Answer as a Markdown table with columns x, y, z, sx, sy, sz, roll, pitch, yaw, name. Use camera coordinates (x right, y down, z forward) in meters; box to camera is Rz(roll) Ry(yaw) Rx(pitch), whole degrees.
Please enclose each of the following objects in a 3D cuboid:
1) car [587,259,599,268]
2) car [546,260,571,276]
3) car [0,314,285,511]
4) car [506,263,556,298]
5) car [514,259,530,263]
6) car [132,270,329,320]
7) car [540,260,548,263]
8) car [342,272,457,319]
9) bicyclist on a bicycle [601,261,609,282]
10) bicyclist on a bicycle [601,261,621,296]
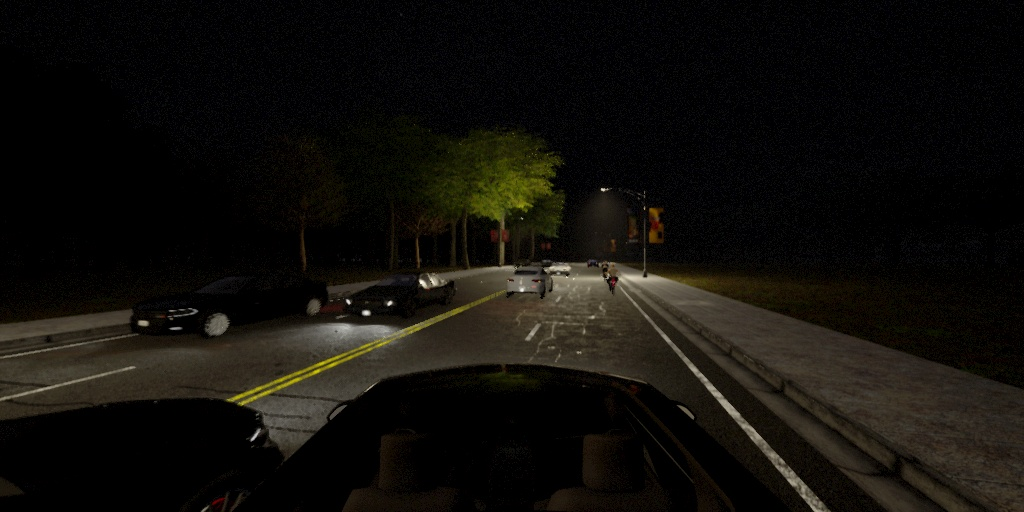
| x | y | z | sx | sy | sz | roll | pitch | yaw | name |
| --- | --- | --- | --- | --- | --- | --- | --- | --- | --- |
| 14.022 | 1.331 | 62.056 | 1.895 | 1.301 | 4.718 | 0 | 0 | 13 | car |
| 4.859 | 1.328 | 35.819 | 1.895 | 1.301 | 4.718 | 0 | 0 | 12 | car |
| -2.918 | 1.276 | 0.763 | 1.812 | 1.442 | 4.674 | 0 | 0 | 13 | car |
| 0.962 | 1.263 | 18.234 | 1.812 | 1.442 | 4.674 | 0 | 0 | 13 | car |
| 1.529 | 1.228 | 51.662 | 1.837 | 1.490 | 4.892 | 0 | 0 | 13 | car |
| -7.643 | 1.218 | 10.395 | 1.882 | 1.535 | 5.008 | 0 | 0 | 13 | car |
| 5.218 | 1.287 | 53.268 | 1.994 | 1.385 | 4.181 | 0 | 0 | 13 | car |
| -3.709 | 1.287 | 13.126 | 2.033 | 1.411 | 5.357 | 0 | 0 | 13 | car |
| 7.269 | 1.185 | 27.990 | 0.582 | 1.620 | 1.656 | 0 | 0 | 13 | bicyclist on a bicycle |
| 5.144 | 1.175 | 18.319 | 0.866 | 1.612 | 1.509 | 0 | 0 | 12 | bicyclist on a bicycle |
